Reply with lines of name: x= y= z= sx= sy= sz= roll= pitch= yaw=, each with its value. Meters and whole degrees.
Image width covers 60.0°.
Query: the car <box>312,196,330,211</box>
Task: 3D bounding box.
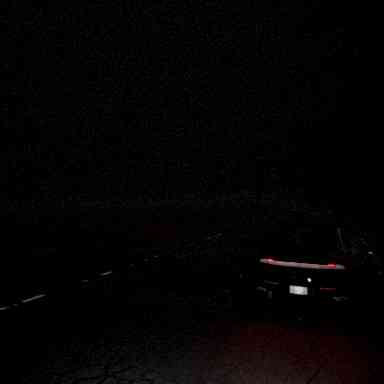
car: x=18.725 y=1.650 z=48.152 sx=2.150 sy=2.045 sz=5.566 roll=0 pitch=-1 yaw=19

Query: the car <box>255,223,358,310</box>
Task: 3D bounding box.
car: x=2.844 y=1.509 z=8.019 sx=2.128 sy=1.511 sz=4.902 roll=0 pitch=0 yaw=24
